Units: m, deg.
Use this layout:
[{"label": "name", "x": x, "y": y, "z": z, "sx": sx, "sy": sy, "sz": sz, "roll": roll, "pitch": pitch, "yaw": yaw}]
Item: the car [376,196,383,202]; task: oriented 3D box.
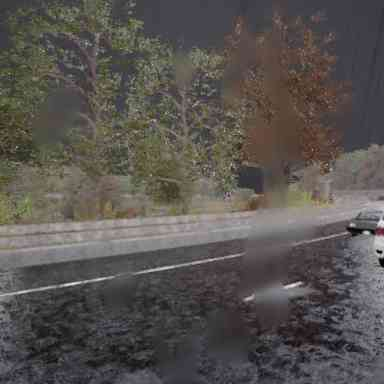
[{"label": "car", "x": 46.752, "y": 1.604, "z": 80.760, "sx": 1.812, "sy": 1.442, "sz": 4.674, "roll": 0, "pitch": 0, "yaw": 5}]

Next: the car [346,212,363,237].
[{"label": "car", "x": 9.764, "y": 1.619, "z": 17.185, "sx": 1.895, "sy": 1.301, "sz": 4.718, "roll": 0, "pitch": 0, "yaw": 45}]

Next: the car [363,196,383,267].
[{"label": "car", "x": 7.579, "y": 1.229, "z": 10.234, "sx": 5.566, "sy": 2.045, "sz": 2.150, "roll": 0, "pitch": 0, "yaw": -42}]
